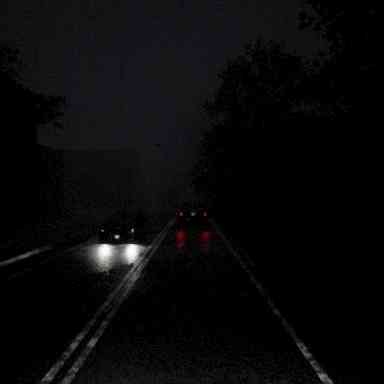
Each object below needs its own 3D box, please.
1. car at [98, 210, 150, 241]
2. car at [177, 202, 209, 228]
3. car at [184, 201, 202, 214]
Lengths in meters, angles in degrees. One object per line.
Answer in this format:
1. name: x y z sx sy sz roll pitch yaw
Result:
1. car: -3.371 1.651 17.621 2.033 1.411 5.357 0 0 0
2. car: 0.071 1.506 23.795 2.097 1.767 4.553 0 -1 0
3. car: 0.111 1.915 41.494 2.033 1.411 5.357 0 -1 0
